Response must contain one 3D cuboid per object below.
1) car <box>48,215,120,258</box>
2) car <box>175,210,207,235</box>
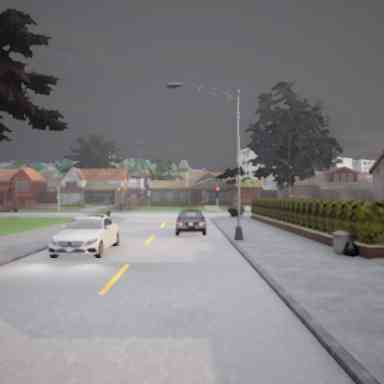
[{"bbox_3d":[-4.183,1.705,13.629,1.812,1.442,4.674,0,0,-1],"label":"car"},{"bbox_3d":[-0.060,1.814,20.536,2.033,1.411,5.357,0,-1,0],"label":"car"}]
